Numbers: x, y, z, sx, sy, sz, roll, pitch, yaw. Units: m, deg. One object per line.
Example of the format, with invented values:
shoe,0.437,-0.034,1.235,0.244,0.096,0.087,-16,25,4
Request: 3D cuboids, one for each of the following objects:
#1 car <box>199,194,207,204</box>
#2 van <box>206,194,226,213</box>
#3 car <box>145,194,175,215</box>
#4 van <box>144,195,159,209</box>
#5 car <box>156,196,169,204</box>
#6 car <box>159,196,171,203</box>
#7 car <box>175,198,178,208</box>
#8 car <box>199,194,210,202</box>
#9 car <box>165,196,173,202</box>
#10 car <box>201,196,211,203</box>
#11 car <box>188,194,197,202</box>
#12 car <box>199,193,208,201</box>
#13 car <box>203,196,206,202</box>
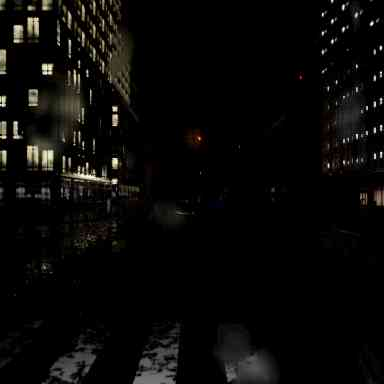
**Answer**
car,2.764,1.313,63.612,2.192,1.841,5.009,0,0,0
van,2.735,1.341,35.919,1.690,1.788,3.998,0,0,0
car,-3.182,1.222,33.613,2.150,2.045,5.566,0,0,0
van,-5.702,1.341,47.037,1.690,1.788,3.998,0,0,0
car,-5.617,1.564,63.655,1.947,1.339,4.313,0,0,0
car,-5.589,1.548,69.193,2.008,1.369,4.403,0,0,0
car,-3.131,1.525,43.391,1.812,1.442,4.674,0,0,0
car,2.821,1.312,74.691,2.192,1.841,5.009,0,0,0
car,-5.531,1.578,80.273,1.802,1.307,4.206,0,0,0
car,2.792,1.542,69.151,1.887,1.381,4.507,0,0,0
car,0.118,1.352,72.843,2.097,1.767,4.553,0,0,0
car,2.879,1.310,85.769,2.192,1.841,5.009,0,0,0
car,2.672,1.544,41.458,1.887,1.381,4.507,0,0,0
